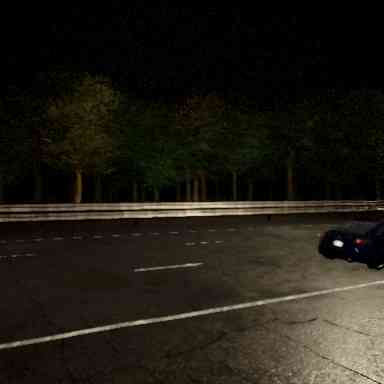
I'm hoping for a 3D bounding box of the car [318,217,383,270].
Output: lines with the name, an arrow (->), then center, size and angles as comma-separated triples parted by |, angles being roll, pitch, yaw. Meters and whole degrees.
car -> 6.186, 1.520, 10.814 | 4.181, 1.385, 1.994 | 0, 1, -25
